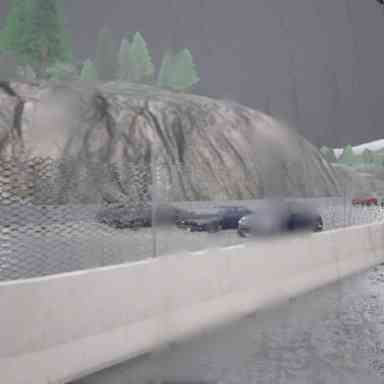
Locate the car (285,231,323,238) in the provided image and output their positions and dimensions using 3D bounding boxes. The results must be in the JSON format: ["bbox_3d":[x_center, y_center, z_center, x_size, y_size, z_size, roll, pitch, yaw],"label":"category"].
[{"bbox_3d":[4.296,1.299,15.969,4.553,1.767,2.097,0,0,-38],"label":"car"}]
